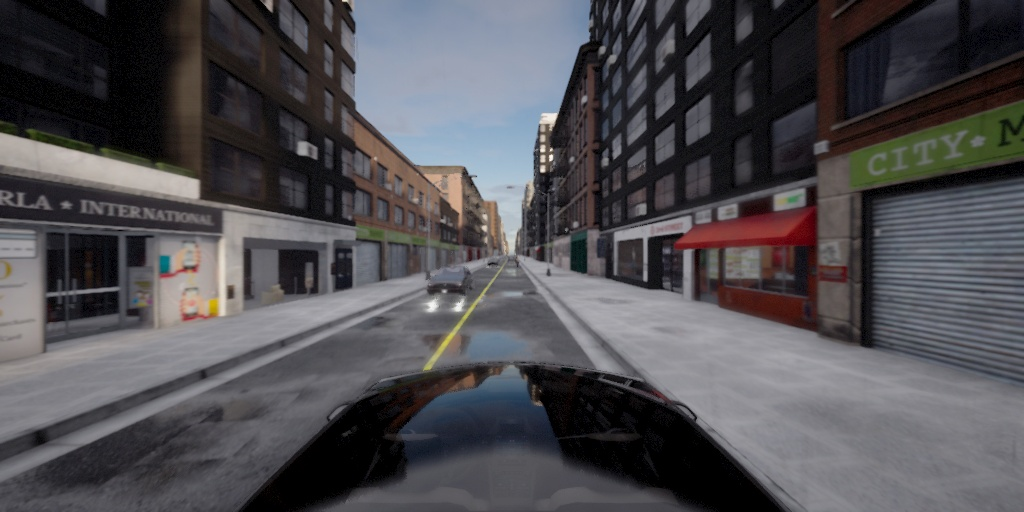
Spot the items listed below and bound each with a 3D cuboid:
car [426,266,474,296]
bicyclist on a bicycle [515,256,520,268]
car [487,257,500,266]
[{"bbox_3d":[-3.097,1.236,19.098,2.033,1.411,5.357,0,0,0],"label":"car"},{"bbox_3d":[0.829,0.910,53.056,0.866,1.612,1.509,0,0,0],"label":"bicyclist on a bicycle"},{"bbox_3d":[-3.041,0.929,58.951,1.837,1.490,4.892,0,0,1],"label":"car"}]
